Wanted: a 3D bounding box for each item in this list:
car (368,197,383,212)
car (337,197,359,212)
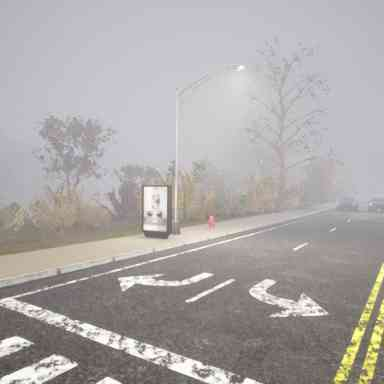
[{"bbox_3d":[21.473,1.393,38.124,2.097,1.767,4.553,0,0,30],"label":"car"},{"bbox_3d":[18.670,1.391,39.767,2.097,1.767,4.553,0,0,30],"label":"car"}]
